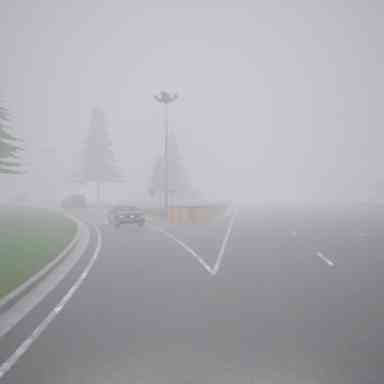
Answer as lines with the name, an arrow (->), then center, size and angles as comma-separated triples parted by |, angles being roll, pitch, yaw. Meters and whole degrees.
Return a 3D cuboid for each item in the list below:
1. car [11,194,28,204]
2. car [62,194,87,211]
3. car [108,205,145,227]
car -> -35.763, 1.433, 68.964 | 2.150, 2.045, 5.566 | 0, 0, -41
car -> -15.424, 1.320, 43.476 | 2.150, 2.045, 5.566 | 0, 0, -33
car -> -4.633, 1.584, 23.030 | 2.033, 1.411, 5.357 | 0, 0, -21
